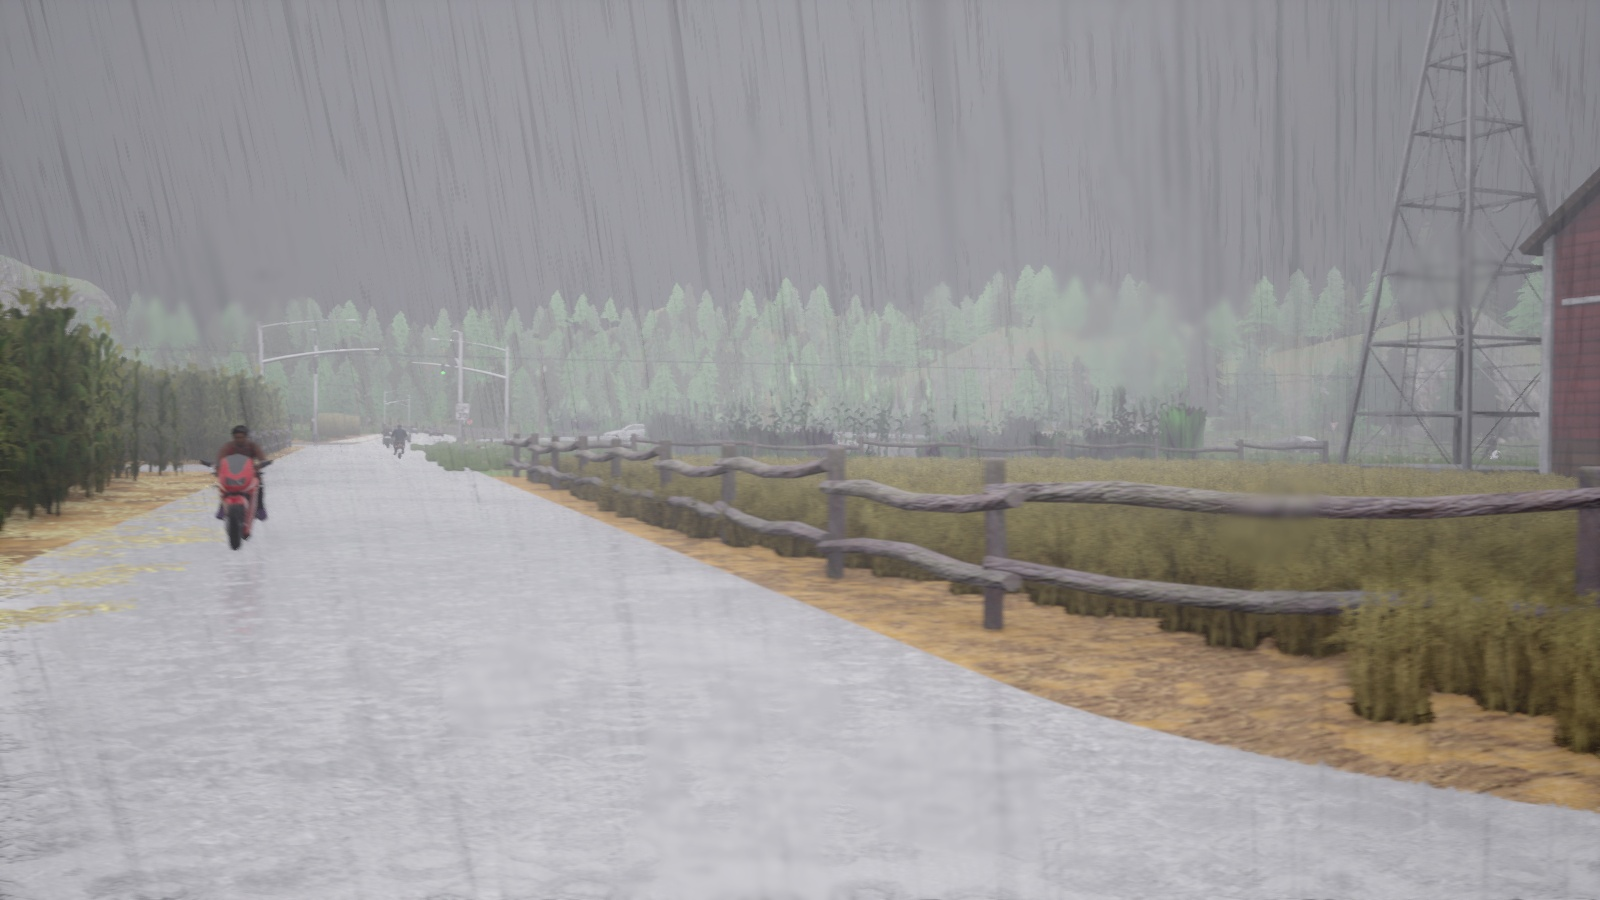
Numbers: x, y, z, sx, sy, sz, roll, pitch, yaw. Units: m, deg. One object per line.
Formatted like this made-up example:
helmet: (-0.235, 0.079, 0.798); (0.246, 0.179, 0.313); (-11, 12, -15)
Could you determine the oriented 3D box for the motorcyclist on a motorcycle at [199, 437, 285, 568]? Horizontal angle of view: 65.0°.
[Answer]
motorcyclist on a motorcycle: (-6.972, 0.598, 15.779); (0.797, 1.523, 2.044); (-1, 1, -19)
